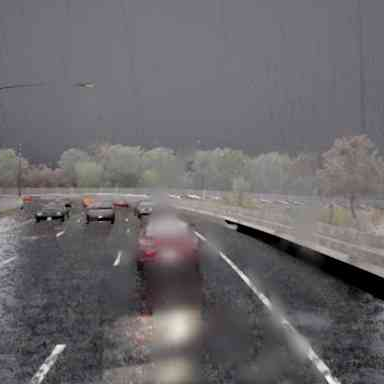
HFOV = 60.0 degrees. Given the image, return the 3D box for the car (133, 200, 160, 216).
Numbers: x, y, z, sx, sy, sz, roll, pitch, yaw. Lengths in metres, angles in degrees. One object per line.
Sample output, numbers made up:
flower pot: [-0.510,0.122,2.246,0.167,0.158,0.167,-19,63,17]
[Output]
car: [-3.867,1.415,28.157,2.033,1.411,5.357,0,0,-15]

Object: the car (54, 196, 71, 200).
car: [-16.912,1.321,43.459,2.128,1.511,4.902,0,0,-25]

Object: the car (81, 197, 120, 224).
car: [-6.433,1.390,23.711,2.128,1.511,4.902,0,0,-13]

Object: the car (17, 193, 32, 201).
car: [-36.755,1.094,72.639,2.097,1.767,4.553,0,0,-45]

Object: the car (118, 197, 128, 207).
car: [-9.992,1.364,45.071,1.994,1.385,4.181,0,0,-24]

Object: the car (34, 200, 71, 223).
car: [-10.215,1.505,24.679,1.895,1.301,4.718,0,0,-14]

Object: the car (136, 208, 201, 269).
car: [-0.810,1.472,10.898,1.812,1.442,4.674,0,0,-6]

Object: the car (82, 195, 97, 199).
car: [-13.683,1.163,44.794,2.097,1.767,4.553,0,0,-24]
